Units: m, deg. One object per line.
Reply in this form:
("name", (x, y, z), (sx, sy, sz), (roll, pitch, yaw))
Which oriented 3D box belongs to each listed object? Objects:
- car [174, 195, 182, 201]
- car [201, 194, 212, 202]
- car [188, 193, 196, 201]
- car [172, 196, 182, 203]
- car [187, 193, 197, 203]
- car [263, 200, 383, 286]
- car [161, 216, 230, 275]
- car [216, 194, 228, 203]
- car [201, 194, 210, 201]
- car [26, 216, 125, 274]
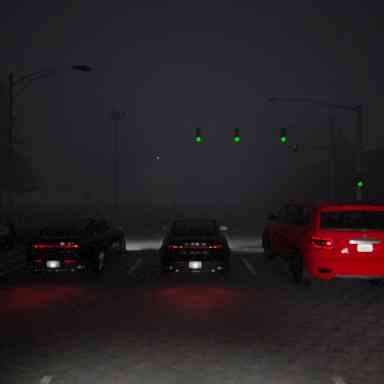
("car", (-3.501, 1.560, 85.765), (1.895, 1.301, 4.718), (0, 0, 0))
("car", (3.499, 1.464, 75.702), (2.097, 1.767, 4.553), (0, 0, 0))
("car", (-0.001, 1.190, 85.765), (2.150, 2.045, 5.566), (0, 0, 0))
("car", (-3.501, 1.633, 75.731), (1.812, 1.442, 4.674), (0, 0, 0))
("car", (-0.001, 1.633, 75.315), (2.128, 1.511, 4.902), (0, 0, 0))
("car", (3.585, 1.239, 9.563), (2.150, 2.045, 5.566), (0, 0, 0))
("car", (0.088, 1.522, 10.527), (1.837, 1.490, 4.892), (0, 0, 0))
("car", (6.999, 1.608, 75.315), (1.837, 1.490, 4.892), (0, 0, 0))
("car", (3.499, 1.320, 85.705), (2.097, 1.767, 4.553), (0, 0, 0))
("car", (-3.411, 1.521, 10.598), (1.837, 1.490, 4.892), (0, 0, 0))
